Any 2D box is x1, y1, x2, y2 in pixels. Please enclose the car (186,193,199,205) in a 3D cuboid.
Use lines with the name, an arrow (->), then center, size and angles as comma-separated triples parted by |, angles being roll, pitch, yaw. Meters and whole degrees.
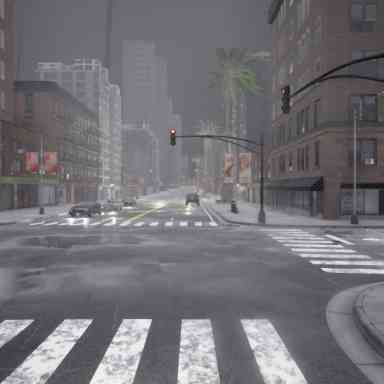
car -> 0.085, 1.190, 57.790 | 2.150, 2.045, 5.566 | 0, 0, 0

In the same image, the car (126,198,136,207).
car -> -9.846, 1.542, 51.206 | 1.994, 1.385, 4.181 | 0, 0, 1

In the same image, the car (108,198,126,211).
car -> -9.859, 1.589, 41.135 | 1.895, 1.301, 4.718 | 0, 0, 0

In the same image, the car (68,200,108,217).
car -> -9.857, 1.540, 31.448 | 2.033, 1.411, 5.357 | 0, 0, 0
